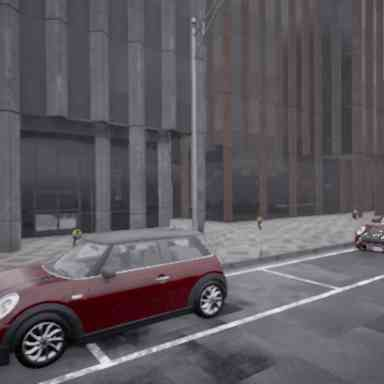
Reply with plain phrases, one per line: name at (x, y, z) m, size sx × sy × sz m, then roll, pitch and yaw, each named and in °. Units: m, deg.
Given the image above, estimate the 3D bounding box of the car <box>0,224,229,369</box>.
car at (-1.396, 1.428, 5.655) m, size 4.097 × 1.590 × 1.967 m, roll 0°, pitch 0°, yaw -35°

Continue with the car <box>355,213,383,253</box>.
car at (7.782, 1.356, 12.201) m, size 4.097 × 1.590 × 1.967 m, roll 0°, pitch 0°, yaw -35°
